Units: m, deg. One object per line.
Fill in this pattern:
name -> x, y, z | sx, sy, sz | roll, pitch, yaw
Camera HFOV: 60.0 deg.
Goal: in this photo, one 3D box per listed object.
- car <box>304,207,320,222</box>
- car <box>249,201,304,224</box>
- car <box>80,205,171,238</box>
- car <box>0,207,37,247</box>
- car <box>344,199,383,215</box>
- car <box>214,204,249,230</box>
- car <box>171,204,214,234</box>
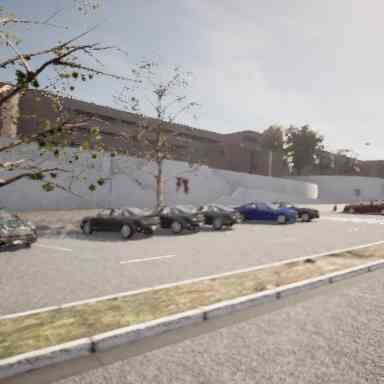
car -> 7.707, 1.523, 26.894 | 5.008, 1.535, 2.097 | -1, -1, 31
car -> 5.404, 1.515, 25.031 | 5.008, 1.535, 2.097 | -1, -1, 31
car -> -3.884, 1.510, 17.707 | 4.892, 1.521, 2.231 | -1, 0, 33
car -> -8.651, 1.391, 14.209 | 4.553, 1.767, 2.185 | -1, -1, 34
car -> 19.264, 1.650, 36.254 | 5.008, 1.535, 2.097 | 0, -1, 31
car -> 0.795, 1.509, 21.326 | 4.892, 1.521, 2.231 | -1, 0, 32
car -> -1.538, 1.509, 19.505 | 4.892, 1.521, 2.231 | -1, 0, 33
